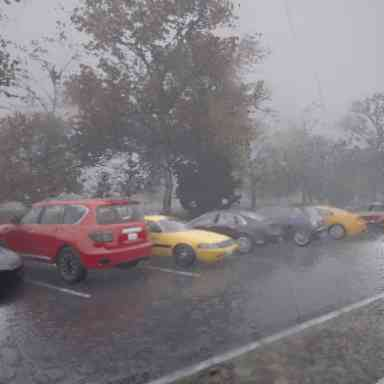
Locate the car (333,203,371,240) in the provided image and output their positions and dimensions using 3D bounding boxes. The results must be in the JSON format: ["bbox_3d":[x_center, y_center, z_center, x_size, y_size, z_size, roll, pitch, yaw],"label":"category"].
[{"bbox_3d":[5.960,1.433,16.769,5.008,1.535,2.097,-1,0,34],"label":"car"}]

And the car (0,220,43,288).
[{"bbox_3d":[-6.045,1.536,8.052,4.792,1.488,2.163,-1,-1,34],"label":"car"}]

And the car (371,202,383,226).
[{"bbox_3d":[10.671,1.434,20.340,4.792,1.488,2.163,-1,0,33],"label":"car"}]

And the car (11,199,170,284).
[{"bbox_3d":[-3.679,1.241,9.811,5.566,2.045,2.435,-1,0,34],"label":"car"}]

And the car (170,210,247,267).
[{"bbox_3d":[-1.082,1.472,11.430,5.366,1.575,1.946,-1,-1,34],"label":"car"}]

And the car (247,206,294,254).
[{"bbox_3d":[1.172,1.463,13.265,4.892,1.521,2.231,-1,0,34],"label":"car"}]

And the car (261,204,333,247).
[{"bbox_3d":[3.590,1.322,15.001,4.553,1.767,2.185,-1,0,34],"label":"car"}]
